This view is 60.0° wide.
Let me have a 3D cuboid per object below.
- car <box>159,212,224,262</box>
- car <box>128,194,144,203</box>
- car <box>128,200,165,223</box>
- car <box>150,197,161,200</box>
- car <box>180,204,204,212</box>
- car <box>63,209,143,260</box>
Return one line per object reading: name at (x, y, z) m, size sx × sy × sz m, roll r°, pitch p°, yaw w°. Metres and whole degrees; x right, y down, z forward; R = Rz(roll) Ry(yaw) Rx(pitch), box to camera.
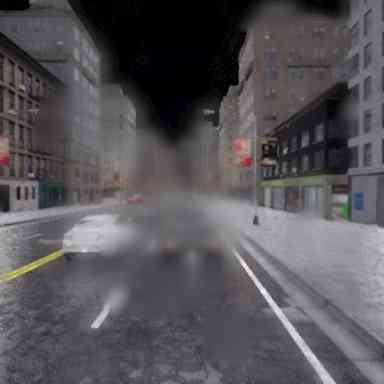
car at (0.039, 1.615, 12.126) m, size 1.895 × 1.301 × 4.718 m, roll 0°, pitch 0°, yaw 0°
car at (-9.791, 1.304, 58.823) m, size 2.150 × 2.045 × 5.566 m, roll 0°, pitch 0°, yaw 1°
car at (-3.225, 1.581, 25.568) m, size 2.033 × 1.411 × 5.357 m, roll 0°, pitch 0°, yaw 0°
car at (-6.545, 1.561, 59.080) m, size 1.882 × 1.535 × 5.008 m, roll 0°, pitch 0°, yaw 1°
car at (0.039, 1.636, 27.120) m, size 1.895 × 1.301 × 4.718 m, roll 0°, pitch 0°, yaw 0°
car at (-3.208, 1.542, 12.329) m, size 1.812 × 1.442 × 4.674 m, roll 0°, pitch -1°, yaw 1°
